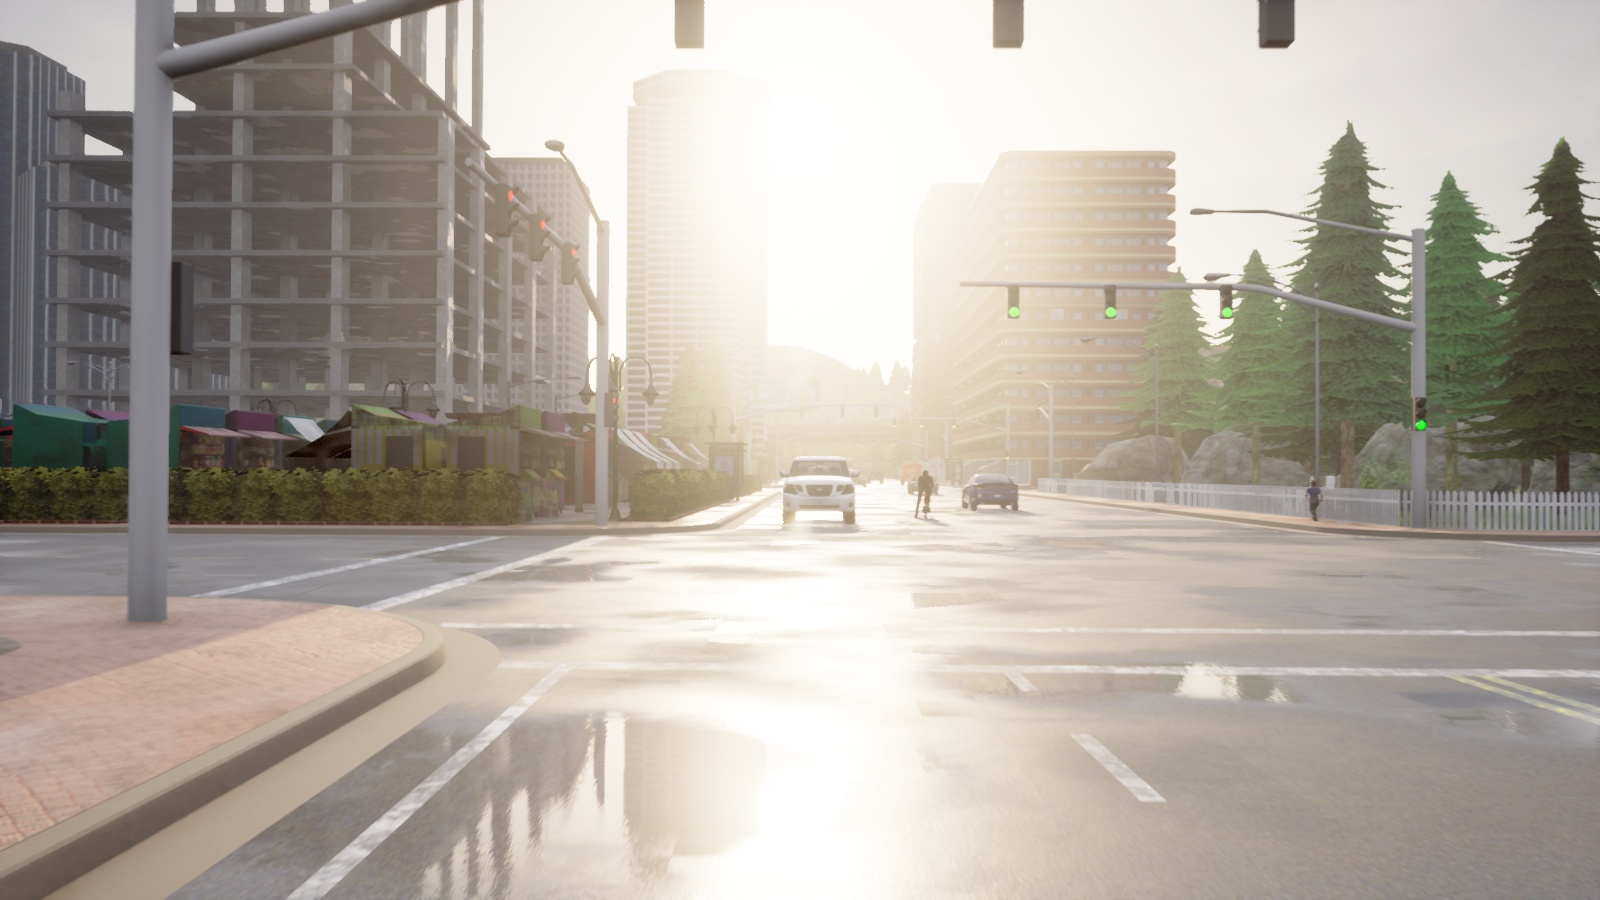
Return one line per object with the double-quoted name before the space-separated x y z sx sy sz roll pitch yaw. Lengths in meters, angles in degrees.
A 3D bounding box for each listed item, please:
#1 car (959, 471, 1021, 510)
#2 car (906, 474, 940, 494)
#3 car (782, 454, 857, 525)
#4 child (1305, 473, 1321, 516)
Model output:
"car" 7.815 1.631 51.974 1.882 1.535 5.008 0 -1 1
"car" 8.357 2.316 85.705 1.895 1.301 4.718 0 -1 1
"car" 0.607 1.185 39.077 2.150 2.045 5.566 0 -1 1
"child" 15.077 1.310 36.924 0.270 1.263 0.437 0 -1 1
